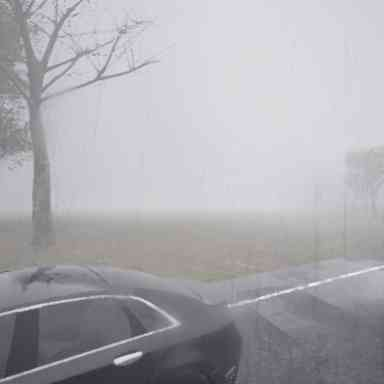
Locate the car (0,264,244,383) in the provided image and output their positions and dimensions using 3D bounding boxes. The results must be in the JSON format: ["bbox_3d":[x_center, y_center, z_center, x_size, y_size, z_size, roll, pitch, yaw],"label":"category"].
[{"bbox_3d":[-1.743,1.503,2.727,4.892,1.490,1.837,0,0,-35],"label":"car"}]
